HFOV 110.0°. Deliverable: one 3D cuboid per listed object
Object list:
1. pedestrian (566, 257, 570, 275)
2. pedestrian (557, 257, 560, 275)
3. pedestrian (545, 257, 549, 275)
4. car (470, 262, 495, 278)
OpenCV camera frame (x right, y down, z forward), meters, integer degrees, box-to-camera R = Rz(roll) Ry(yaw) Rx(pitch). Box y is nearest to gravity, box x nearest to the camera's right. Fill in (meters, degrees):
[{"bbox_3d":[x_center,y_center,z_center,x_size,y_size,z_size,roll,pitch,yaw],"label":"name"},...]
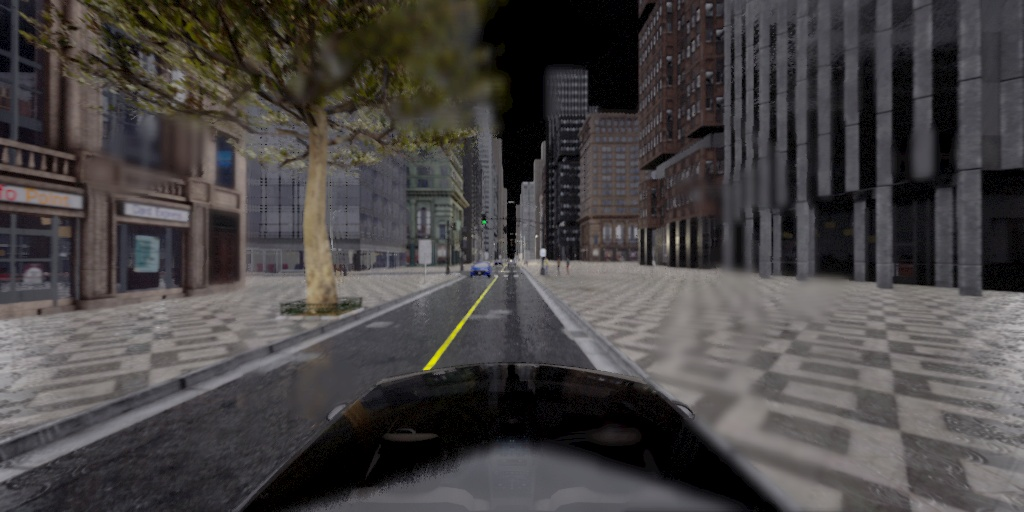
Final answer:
[{"bbox_3d":[5.629,0.975,36.320,0.375,1.860,0.375,0,0,0],"label":"pedestrian"},{"bbox_3d":[4.629,0.983,35.720,0.375,1.860,0.375,0,0,0],"label":"pedestrian"},{"bbox_3d":[3.629,0.991,36.919,0.375,1.860,0.375,0,0,0],"label":"pedestrian"},{"bbox_3d":[-3.010,1.325,35.696,1.882,1.535,5.008,0,0,0],"label":"car"}]
